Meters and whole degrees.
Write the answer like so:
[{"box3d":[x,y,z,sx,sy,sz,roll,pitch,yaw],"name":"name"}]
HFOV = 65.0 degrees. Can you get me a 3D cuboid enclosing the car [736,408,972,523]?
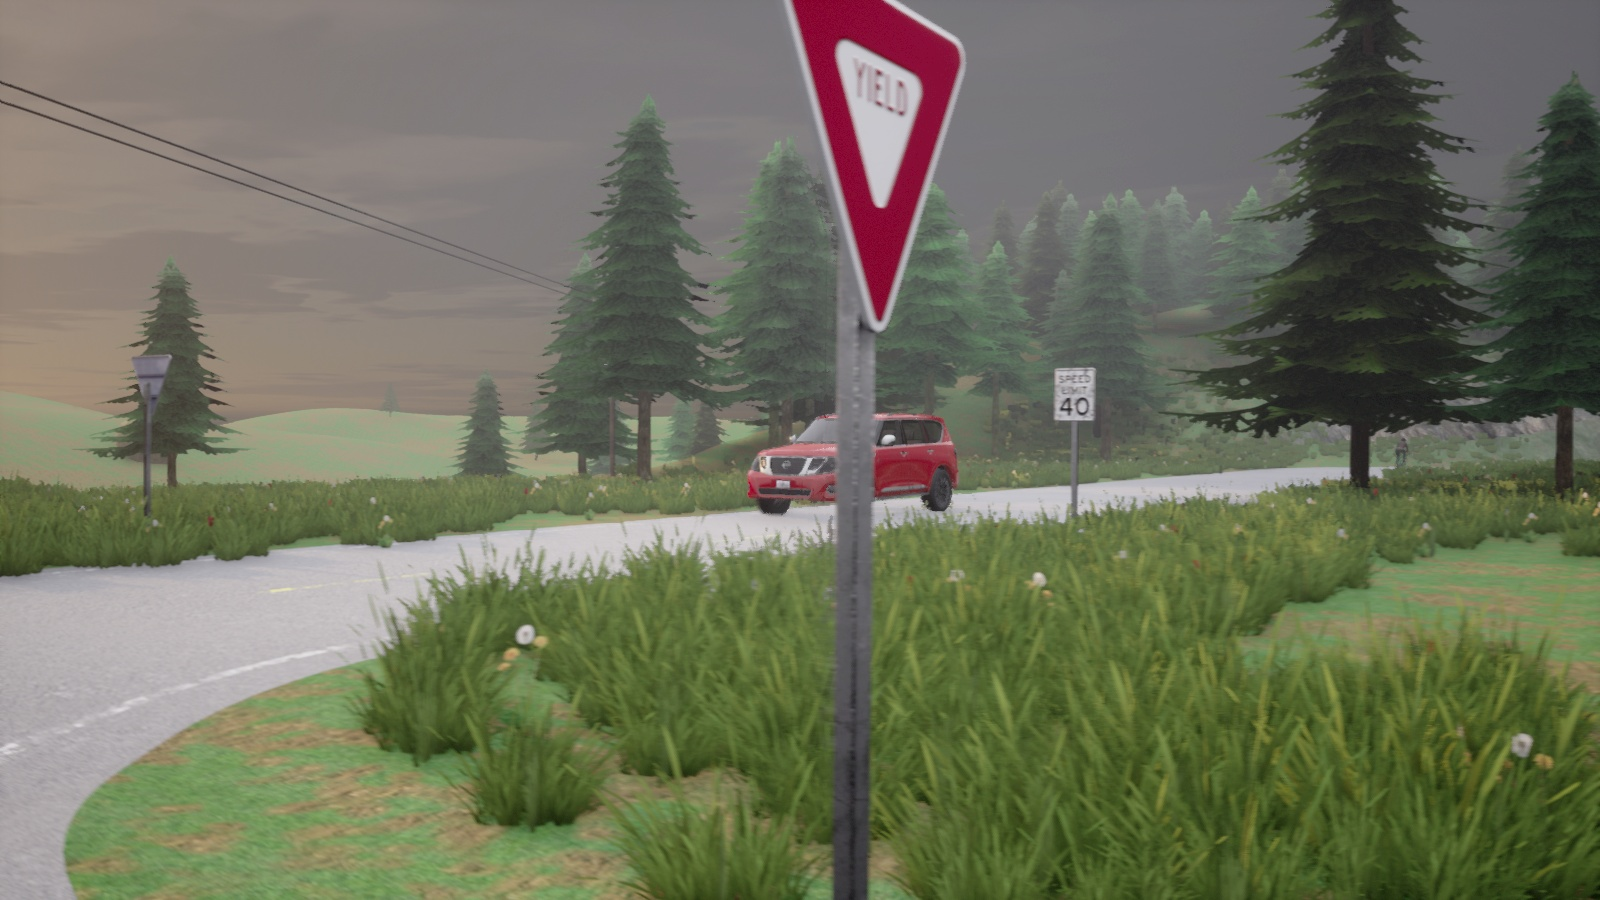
[{"box3d":[1.243,0.232,25.232,2.150,2.045,5.566,0,1,34],"name":"car"}]
